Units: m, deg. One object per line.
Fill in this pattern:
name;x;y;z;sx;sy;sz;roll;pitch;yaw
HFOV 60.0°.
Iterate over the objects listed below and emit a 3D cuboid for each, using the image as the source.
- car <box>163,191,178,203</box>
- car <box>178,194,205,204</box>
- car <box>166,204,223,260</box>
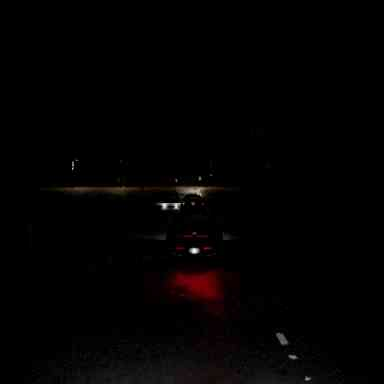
car;-2.826;0.593;45.269;1.882;1.535;5.008;0;2;0
car;0.091;0.952;29.340;2.097;1.767;4.553;0;2;0
car;0.082;1.444;12.249;1.837;1.490;4.892;0;1;0
